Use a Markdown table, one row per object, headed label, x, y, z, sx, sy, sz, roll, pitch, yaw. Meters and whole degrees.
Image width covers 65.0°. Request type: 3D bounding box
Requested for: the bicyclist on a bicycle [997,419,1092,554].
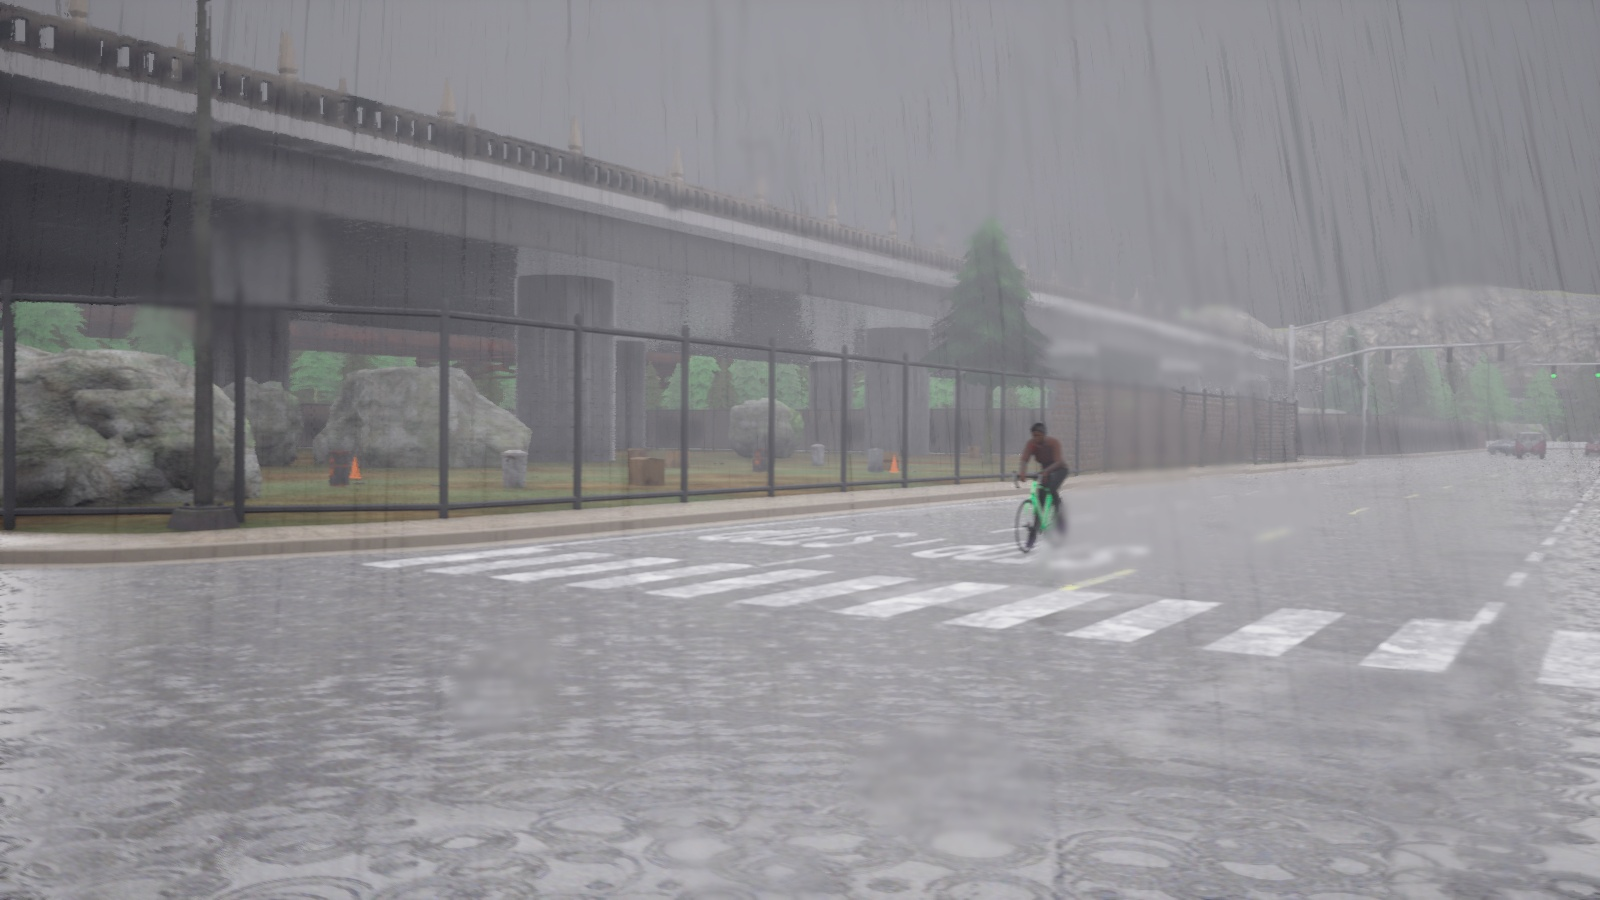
| label | x | y | z | sx | sy | sz | roll | pitch | yaw |
| --- | --- | --- | --- | --- | --- | --- | --- | --- | --- |
| bicyclist on a bicycle | 3.121 | 0.426 | 15.909 | 0.582 | 1.620 | 1.656 | 0 | 1 | 33 |
